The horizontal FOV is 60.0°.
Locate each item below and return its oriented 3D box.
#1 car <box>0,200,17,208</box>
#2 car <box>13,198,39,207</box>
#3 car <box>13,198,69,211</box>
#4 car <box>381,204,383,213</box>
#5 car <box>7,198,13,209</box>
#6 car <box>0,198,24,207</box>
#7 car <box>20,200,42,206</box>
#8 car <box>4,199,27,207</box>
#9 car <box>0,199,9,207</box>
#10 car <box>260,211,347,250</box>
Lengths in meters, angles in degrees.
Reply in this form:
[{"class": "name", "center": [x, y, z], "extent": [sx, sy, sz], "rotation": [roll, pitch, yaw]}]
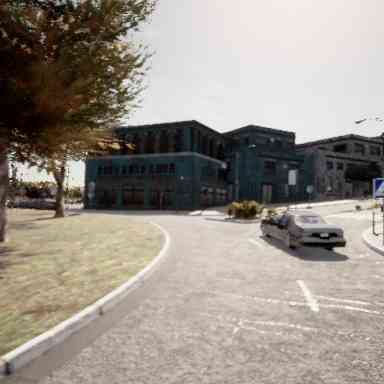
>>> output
[{"class": "car", "center": [-40.319, 2.455, 70.655], "extent": [5.366, 1.575, 1.946], "rotation": [2, -2, -25]}, {"class": "car", "center": [-41.153, 2.570, 82.589], "extent": [5.566, 2.045, 2.435], "rotation": [2, -1, -24]}, {"class": "car", "center": [-16.211, 1.330, 35.724], "extent": [5.357, 1.411, 2.033], "rotation": [1, -2, 26]}, {"class": "car", "center": [17.948, 1.179, 28.090], "extent": [4.902, 1.511, 2.128], "rotation": [-4, 1, -32]}, {"class": "car", "center": [-28.542, 2.131, 54.520], "extent": [1.837, 1.490, 4.892], "rotation": [2, -2, -11]}, {"class": "car", "center": [-40.389, 2.319, 73.732], "extent": [5.566, 2.045, 2.435], "rotation": [2, -3, -25]}, {"class": "car", "center": [-41.355, 2.888, 85.568], "extent": [4.892, 1.521, 2.231], "rotation": [2, -2, -24]}, {"class": "car", "center": [-40.638, 2.538, 76.687], "extent": [4.553, 1.767, 2.185], "rotation": [2, -2, -25]}, {"class": "car", "center": [-39.904, 2.224, 67.780], "extent": [4.553, 1.767, 2.185], "rotation": [2, -3, -26]}, {"class": "car", "center": [4.523, 1.525, 14.367], "extent": [2.033, 1.411, 5.357], "rotation": [0, 1, -4]}]
